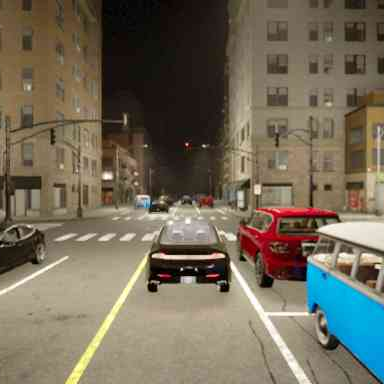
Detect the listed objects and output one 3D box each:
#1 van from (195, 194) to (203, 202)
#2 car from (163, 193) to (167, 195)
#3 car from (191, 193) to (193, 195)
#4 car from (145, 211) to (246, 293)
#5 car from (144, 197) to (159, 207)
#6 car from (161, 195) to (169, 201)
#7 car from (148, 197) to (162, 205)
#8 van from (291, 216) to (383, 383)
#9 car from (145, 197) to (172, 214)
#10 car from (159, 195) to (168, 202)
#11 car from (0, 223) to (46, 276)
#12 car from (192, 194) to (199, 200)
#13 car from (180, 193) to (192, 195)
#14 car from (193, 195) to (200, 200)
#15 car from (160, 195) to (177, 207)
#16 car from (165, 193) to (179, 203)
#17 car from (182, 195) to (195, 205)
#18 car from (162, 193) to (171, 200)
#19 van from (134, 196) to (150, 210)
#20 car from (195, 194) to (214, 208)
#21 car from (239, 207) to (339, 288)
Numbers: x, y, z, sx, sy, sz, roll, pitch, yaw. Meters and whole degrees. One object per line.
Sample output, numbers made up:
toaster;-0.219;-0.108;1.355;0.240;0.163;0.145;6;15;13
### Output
van;1.449;1.307;73.567;1.690;1.788;3.998;0;0;-1
car;-6.626;1.491;73.259;1.752;1.417;4.829;0;0;-1
car;1.546;1.284;68.162;2.192;1.841;5.009;0;0;-1
car;-0.078;1.489;8.873;2.128;1.511;4.902;0;0;0
car;-6.266;1.543;51.806;1.947;1.339;4.313;0;0;-1
car;-6.810;1.525;84.239;1.947;1.339;4.313;0;0;-1
car;-6.357;1.519;57.212;1.887;1.381;4.507;0;0;-1
van;2.597;1.340;3.663;1.690;1.788;3.998;0;0;-1
car;-3.404;1.549;34.697;1.994;1.385;4.181;0;0;-2
car;-6.719;1.513;78.834;2.008;1.369;4.403;0;0;-1
car;-5.521;1.563;9.037;1.947;1.339;4.313;0;0;-1
car;1.061;1.394;95.188;1.967;1.590;4.097;0;0;-1
car;-1.284;1.504;76.702;2.033;1.411;5.357;0;0;-1
car;1.155;1.482;89.953;1.752;1.417;4.829;0;0;-1
car;-3.675;1.579;50.035;1.895;1.301;4.718;0;0;-1
car;-3.880;1.495;66.492;1.812;1.442;4.674;0;0;0
car;-0.867;1.575;57.968;1.895;1.301;4.718;0;0;-1
car;-6.901;1.272;89.645;2.192;1.841;5.009;0;0;-1
van;-6.085;1.324;40.995;1.690;1.788;3.998;0;0;-1
car;1.934;1.295;46.540;2.192;1.841;5.009;0;0;-1
car;2.503;1.312;9.173;2.192;1.841;5.009;0;0;-1
